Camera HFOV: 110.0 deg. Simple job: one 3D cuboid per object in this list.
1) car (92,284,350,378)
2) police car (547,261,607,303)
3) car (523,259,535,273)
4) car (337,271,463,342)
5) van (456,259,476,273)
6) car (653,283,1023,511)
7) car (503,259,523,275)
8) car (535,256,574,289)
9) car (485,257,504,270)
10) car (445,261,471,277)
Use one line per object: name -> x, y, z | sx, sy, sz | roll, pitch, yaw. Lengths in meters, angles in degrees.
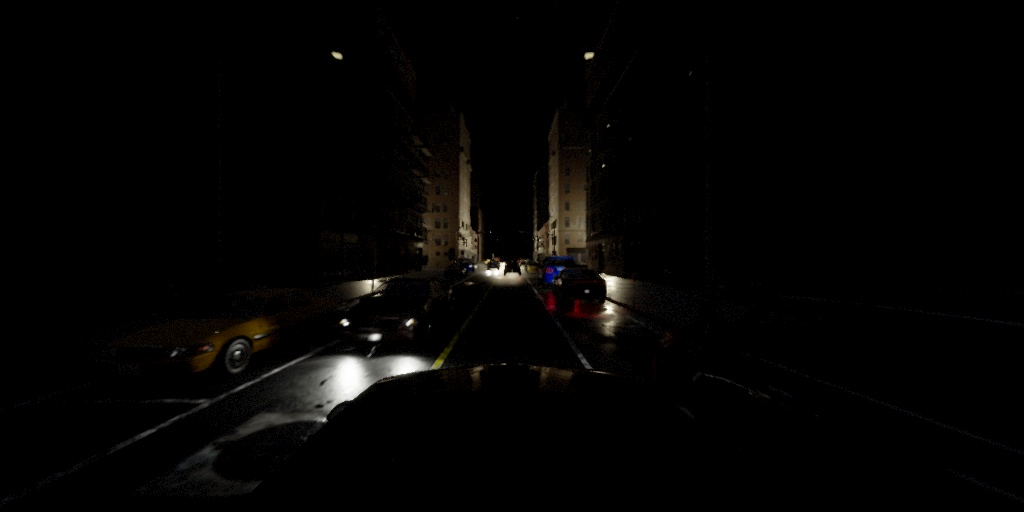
car -> -5.402, 1.287, 7.463 | 1.751, 1.417, 4.829 | 0, 0, 0
police car -> 3.004, 1.207, 16.960 | 1.930, 1.638, 5.238 | 0, 0, 0
car -> 2.632, 1.367, 45.649 | 1.751, 1.417, 4.829 | 0, 0, 0
car -> -2.852, 1.315, 10.120 | 2.033, 1.411, 5.357 | 0, 0, 0
van -> -5.402, 1.171, 40.069 | 1.690, 1.789, 3.998 | 0, 0, 0
car -> 2.684, 1.066, 2.230 | 2.192, 1.841, 5.009 | 0, 0, 0
car -> 0.049, 1.355, 39.611 | 1.812, 1.442, 4.674 | 0, 0, 0
car -> 2.975, 1.024, 23.881 | 2.150, 2.045, 5.566 | 0, 0, 0
car -> -2.765, 1.376, 54.374 | 2.128, 1.511, 4.902 | 0, 0, 0
car -> -5.402, 1.400, 34.663 | 1.802, 1.307, 4.207 | 0, 0, 0
